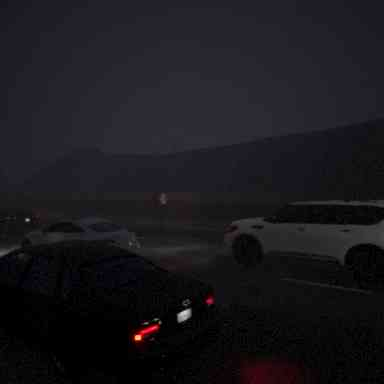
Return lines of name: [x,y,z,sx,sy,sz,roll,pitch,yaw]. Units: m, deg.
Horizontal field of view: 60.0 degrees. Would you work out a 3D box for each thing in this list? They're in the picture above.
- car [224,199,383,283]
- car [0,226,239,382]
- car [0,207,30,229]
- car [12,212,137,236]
car: [3.688,1.234,9.970,5.566,2.045,2.150,0,0,35]
car: [-2.131,1.561,5.520,5.357,1.411,2.033,0,0,36]
car: [-11.285,1.623,20.678,4.181,1.385,1.994,0,0,36]
car: [-3.758,1.552,10.992,4.674,1.442,1.812,0,0,36]
